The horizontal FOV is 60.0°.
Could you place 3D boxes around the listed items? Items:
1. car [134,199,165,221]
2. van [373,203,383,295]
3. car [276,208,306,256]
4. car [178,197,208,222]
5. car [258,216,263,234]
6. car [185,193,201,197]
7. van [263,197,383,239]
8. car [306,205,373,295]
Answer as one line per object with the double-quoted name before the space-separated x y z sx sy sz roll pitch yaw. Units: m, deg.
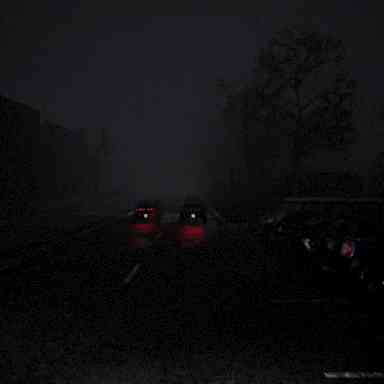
"car" -3.158 1.300 25.125 1.837 1.490 4.892 0 2 0
"van" 5.654 1.243 5.269 4.442 1.987 1.878 0 0 0
"car" 5.530 1.444 10.782 4.892 1.521 2.231 0 0 0
"car" 0.092 1.312 24.125 1.837 1.490 4.892 0 0 0
"car" 5.564 1.272 16.291 4.553 1.767 2.185 0 1 0
"car" 0.089 0.873 41.756 1.882 1.535 5.008 0 2 0
"van" 5.418 1.198 13.538 4.442 1.987 1.878 0 1 0
"car" 5.505 1.333 8.154 4.553 1.767 2.185 0 0 0
